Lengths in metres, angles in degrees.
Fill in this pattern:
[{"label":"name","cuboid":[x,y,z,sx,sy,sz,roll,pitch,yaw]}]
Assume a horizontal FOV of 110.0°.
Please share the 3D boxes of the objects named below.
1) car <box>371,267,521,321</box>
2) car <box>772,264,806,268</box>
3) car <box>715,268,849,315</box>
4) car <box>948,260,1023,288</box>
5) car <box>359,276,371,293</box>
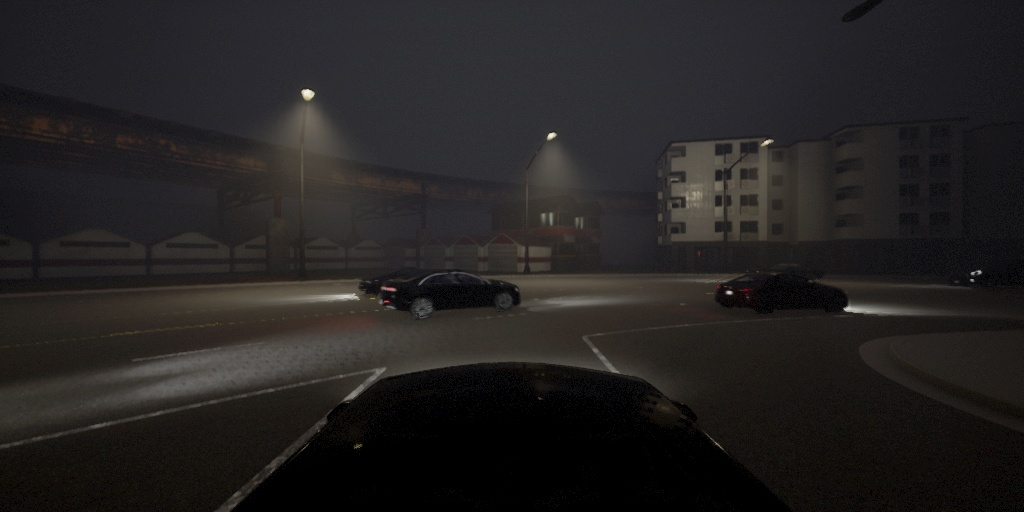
[{"label":"car","cuboid":[-1.992,1.208,12.369,4.902,1.511,2.128,0,0,-31]},{"label":"car","cuboid":[20.593,1.270,27.309,4.718,1.301,1.895,0,0,6]},{"label":"car","cuboid":[9.728,1.278,13.059,4.181,1.385,1.994,0,0,-8]},{"label":"car","cuboid":[30.038,1.039,21.797,4.553,1.767,2.097,0,0,18]},{"label":"car","cuboid":[-5.668,1.261,18.631,4.181,1.385,1.994,0,0,-30]}]
